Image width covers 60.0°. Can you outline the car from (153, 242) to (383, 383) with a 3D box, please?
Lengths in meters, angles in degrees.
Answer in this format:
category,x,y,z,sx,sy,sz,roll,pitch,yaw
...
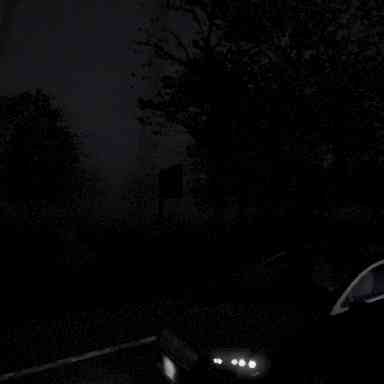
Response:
category,x,y,z,sx,sy,sz,roll,pitch,yaw
car,1.907,1.506,4.533,4.902,1.511,2.128,1,0,-30
